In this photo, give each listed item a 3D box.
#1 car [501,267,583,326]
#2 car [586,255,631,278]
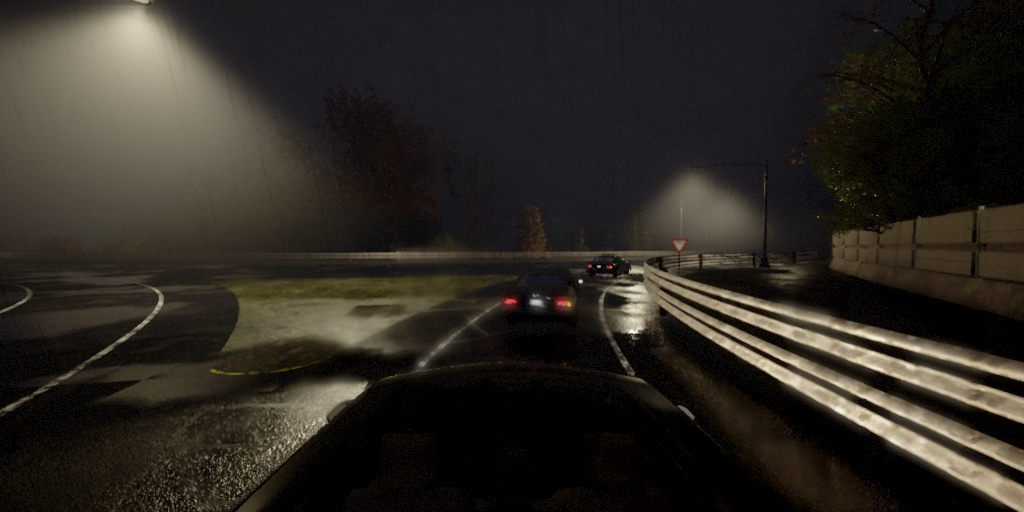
[{"bbox_3d":[1.059,1.045,10.606,2.033,1.411,5.357,0,2,11],"label":"car"},{"bbox_3d":[6.739,0.651,24.717,2.033,1.411,5.357,1,2,30],"label":"car"}]
